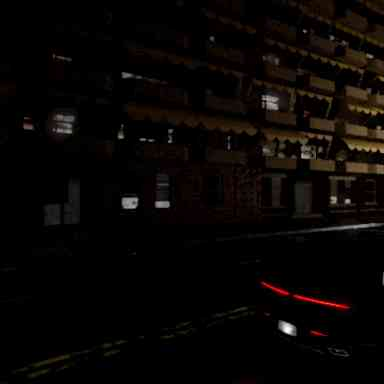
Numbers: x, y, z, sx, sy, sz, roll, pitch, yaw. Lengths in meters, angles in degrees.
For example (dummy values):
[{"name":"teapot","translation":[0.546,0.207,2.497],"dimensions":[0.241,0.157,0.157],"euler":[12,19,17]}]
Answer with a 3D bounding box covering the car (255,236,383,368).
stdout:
[{"name":"car","translation":[3.239,1.534,5.744],"dimensions":[4.892,1.490,1.837],"euler":[0,0,-35]}]
